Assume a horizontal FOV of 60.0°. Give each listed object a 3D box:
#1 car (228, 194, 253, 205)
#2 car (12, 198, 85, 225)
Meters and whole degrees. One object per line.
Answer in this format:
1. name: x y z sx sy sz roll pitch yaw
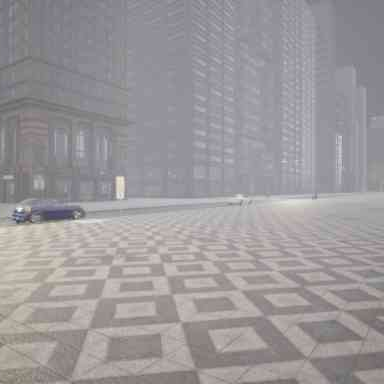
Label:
1. car: 6.710 1.046 45.900 1.812 1.442 4.674 0 1 36
2. car: -9.670 1.179 22.842 2.097 1.767 4.553 0 1 36
